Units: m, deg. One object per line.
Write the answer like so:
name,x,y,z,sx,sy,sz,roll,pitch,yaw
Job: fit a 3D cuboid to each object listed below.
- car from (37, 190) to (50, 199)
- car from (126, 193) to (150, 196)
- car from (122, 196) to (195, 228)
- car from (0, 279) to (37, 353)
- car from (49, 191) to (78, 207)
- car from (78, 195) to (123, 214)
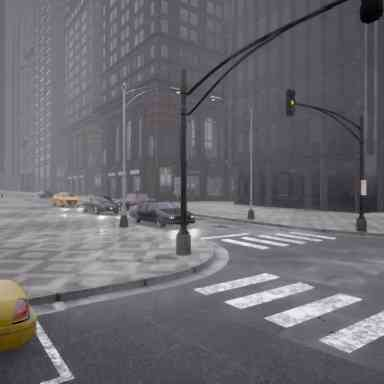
car,-26.122,0.404,59.007,1.837,1.490,4.892,0,0,-36
car,-5.106,0.864,29.946,2.097,1.767,4.553,0,1,-36
car,-2.006,1.237,20.199,2.033,1.411,5.357,0,1,-36
car,-4.357,1.525,3.536,4.829,1.417,1.752,0,0,-36
car,-13.873,0.798,36.627,1.882,1.535,5.008,0,1,-35
car,-7.775,1.011,28.182,1.837,1.490,4.892,0,1,-36
